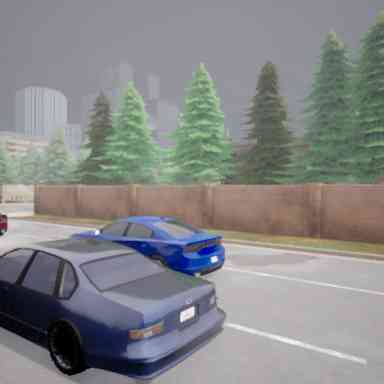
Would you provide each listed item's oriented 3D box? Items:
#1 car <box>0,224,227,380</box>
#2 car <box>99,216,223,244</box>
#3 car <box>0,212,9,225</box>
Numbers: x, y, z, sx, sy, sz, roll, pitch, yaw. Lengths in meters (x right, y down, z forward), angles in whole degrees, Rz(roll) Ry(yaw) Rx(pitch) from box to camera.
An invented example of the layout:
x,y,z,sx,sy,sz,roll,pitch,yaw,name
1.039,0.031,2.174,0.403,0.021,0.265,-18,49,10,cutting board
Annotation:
x,y,z,sx,sy,sz,roll,pitch,yaw,name
-2.107,1.505,5.488,5.357,1.411,2.033,1,0,35,car
-1.486,1.420,9.348,5.008,1.535,1.882,1,0,35,car
-10.748,1.318,15.946,5.008,1.535,1.882,1,0,35,car
